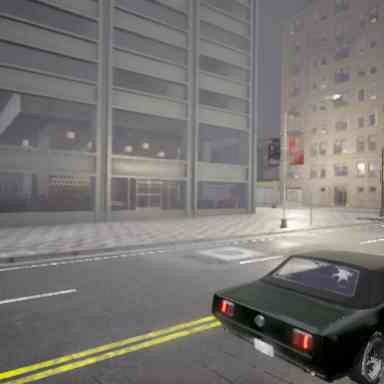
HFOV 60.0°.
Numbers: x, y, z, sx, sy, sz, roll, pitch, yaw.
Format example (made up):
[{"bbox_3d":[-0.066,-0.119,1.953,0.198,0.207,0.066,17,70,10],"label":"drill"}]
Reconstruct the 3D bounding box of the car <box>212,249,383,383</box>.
[{"bbox_3d":[2.693,1.622,5.355,4.718,1.301,1.895,0,0,-35],"label":"car"}]
